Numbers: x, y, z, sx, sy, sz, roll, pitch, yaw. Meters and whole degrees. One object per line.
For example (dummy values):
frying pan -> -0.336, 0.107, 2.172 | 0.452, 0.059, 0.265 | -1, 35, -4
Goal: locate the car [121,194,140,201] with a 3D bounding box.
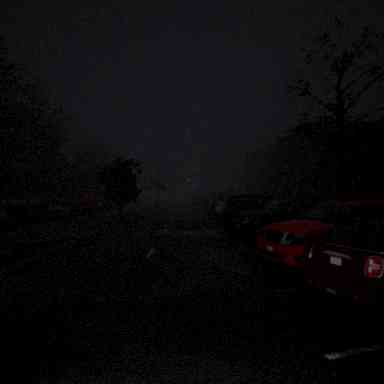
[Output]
car -> -15.767, 1.349, 85.112 | 4.553, 1.767, 2.185 | -1, 0, -25

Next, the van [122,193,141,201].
van -> -15.980, 1.247, 88.098 | 4.442, 1.987, 1.878 | -1, 0, -25

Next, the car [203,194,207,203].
car -> 4.539, 1.454, 46.142 | 5.008, 1.535, 2.097 | 1, 0, -21

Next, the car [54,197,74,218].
car -> -13.362, 1.485, 28.890 | 5.366, 1.575, 1.946 | -1, 0, -20

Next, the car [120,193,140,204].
car -> -15.699, 1.475, 82.072 | 5.366, 1.575, 1.946 | -1, 0, -25

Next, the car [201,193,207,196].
car -> 4.393, 1.323, 52.179 | 4.553, 1.767, 2.185 | 1, 0, -22

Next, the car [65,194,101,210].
car -> -13.618, 1.236, 37.737 | 5.566, 2.045, 2.435 | -1, 0, -20

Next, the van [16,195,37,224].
van -> -13.399, 1.266, 22.912 | 4.442, 1.987, 1.878 | -1, 0, -20

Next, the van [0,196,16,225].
van -> -13.381, 1.267, 19.935 | 4.442, 1.987, 1.878 | -1, 0, -20

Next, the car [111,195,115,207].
car -> -13.670, 1.358, 46.668 | 4.553, 1.767, 2.185 | -1, 0, -21

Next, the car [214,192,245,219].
car -> 4.716, 1.219, 22.084 | 5.566, 2.045, 2.435 | 1, 0, -20

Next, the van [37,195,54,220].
van -> -13.416, 1.265, 25.891 | 4.442, 1.987, 1.878 | -1, 0, -20

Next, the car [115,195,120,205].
car -> -13.748, 1.483, 49.624 | 5.008, 1.535, 2.097 | -1, 0, -21

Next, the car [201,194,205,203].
car -> 4.468, 1.452, 49.161 | 4.892, 1.521, 2.231 | 1, 0, -21

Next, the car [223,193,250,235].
car -> 4.695, 1.222, 16.042 | 5.566, 2.045, 2.435 | 1, 0, -20

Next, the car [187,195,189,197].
car -> 1.865, 1.447, 94.350 | 4.792, 1.488, 2.163 | 1, 0, -26

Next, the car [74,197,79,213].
car -> -13.579, 1.519, 31.785 | 4.792, 1.488, 2.163 | -1, 0, -20

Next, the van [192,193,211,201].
van -> 2.462, 1.192, 85.305 | 4.442, 1.987, 1.878 | 1, 0, -25

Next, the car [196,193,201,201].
car -> 4.001, 1.437, 64.258 | 5.008, 1.535, 2.097 | 1, 0, -23

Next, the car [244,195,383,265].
car -> 4.719, 1.226, 10.028 | 5.566, 2.045, 2.435 | 1, 0, -20

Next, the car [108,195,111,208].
car -> -13.645, 1.486, 43.691 | 4.892, 1.521, 2.231 | -1, 0, -21

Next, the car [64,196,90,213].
car -> -13.544, 1.517, 34.789 | 4.792, 1.488, 2.163 | -1, 0, -20

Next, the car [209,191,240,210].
car -> 4.689, 1.215, 28.092 | 5.566, 2.045, 2.435 | 1, 0, -20

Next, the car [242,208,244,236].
car -> 4.703, 1.504, 13.038 | 4.792, 1.488, 2.163 | 1, 0, -20

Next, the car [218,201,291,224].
car -> 4.678, 1.468, 25.073 | 5.008, 1.535, 2.097 | 1, 0, -20

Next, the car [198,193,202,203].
car -> 4.236, 1.443, 58.225 | 5.008, 1.535, 2.097 | 1, 0, -22

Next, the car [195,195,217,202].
car -> 3.286, 1.467, 76.322 | 4.674, 1.452, 2.002 | 1, 0, -24

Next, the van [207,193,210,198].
van -> 4.489, 1.231, 40.071 | 4.442, 1.987, 1.878 | 1, 0, -21

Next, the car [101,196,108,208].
car -> -13.444, 1.480, 40.791 | 5.366, 1.575, 1.946 | -1, 0, -20

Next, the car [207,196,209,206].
car -> 4.642, 1.491, 37.117 | 4.792, 1.488, 2.163 | 1, 0, -20

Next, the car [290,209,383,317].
car -> 4.718, 1.353, 7.032 | 4.553, 1.767, 2.185 | 1, 0, -20

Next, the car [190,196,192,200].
car -> 2.829, 1.423, 82.348 | 4.892, 1.521, 2.231 | 1, 0, -25

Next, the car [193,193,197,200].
car -> 3.824, 1.183, 67.261 | 5.566, 2.045, 2.435 | 1, 0, -23

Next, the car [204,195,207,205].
car -> 4.738, 1.456, 43.201 | 5.366, 1.575, 1.946 | 1, 0, -21

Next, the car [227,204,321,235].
car -> 4.675, 1.501, 19.050 | 4.792, 1.488, 2.163 | 1, 0, -20
